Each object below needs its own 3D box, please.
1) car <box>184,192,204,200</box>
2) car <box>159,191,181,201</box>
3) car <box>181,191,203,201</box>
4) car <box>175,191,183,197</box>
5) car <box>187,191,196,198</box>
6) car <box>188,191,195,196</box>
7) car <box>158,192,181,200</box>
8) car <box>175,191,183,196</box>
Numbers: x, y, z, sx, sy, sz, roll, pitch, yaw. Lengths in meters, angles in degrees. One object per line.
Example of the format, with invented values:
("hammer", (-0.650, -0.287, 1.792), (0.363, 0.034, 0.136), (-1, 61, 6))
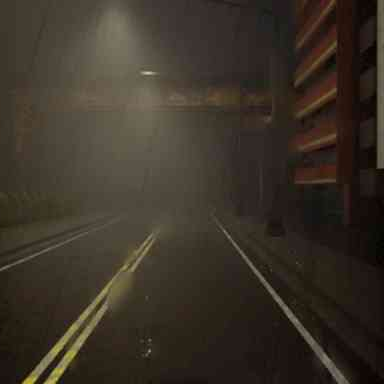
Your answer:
("car", (0.310, 0.690, 56.798), (1.853, 1.218, 4.536), (0, 1, -20))
("car", (-3.832, 0.850, 57.045), (2.038, 1.542, 4.974), (0, 1, 25))
("car", (0.329, 0.848, 56.751), (2.038, 1.542, 4.974), (0, 1, -20))
("car", (-3.589, 0.480, 91.855), (2.038, 1.542, 4.974), (0, 1, 0))
("car", (-0.129, 0.565, 83.345), (2.038, 1.542, 4.974), (0, 1, 0))
("car", (-0.130, 0.407, 83.395), (1.853, 1.218, 4.536), (0, 1, 0))
("car", (-3.811, 0.692, 57.091), (1.853, 1.218, 4.536), (0, 1, 25))
("car", (-3.590, 0.322, 91.905), (1.853, 1.218, 4.536), (0, 1, 0))
